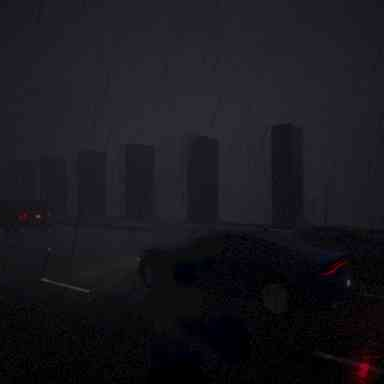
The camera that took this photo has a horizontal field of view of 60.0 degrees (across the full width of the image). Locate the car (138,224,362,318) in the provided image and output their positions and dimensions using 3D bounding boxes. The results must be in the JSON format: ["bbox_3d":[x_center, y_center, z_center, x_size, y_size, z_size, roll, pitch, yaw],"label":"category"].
[{"bbox_3d":[0.919,1.565,7.680,5.008,1.535,1.882,-1,-1,36],"label":"car"}]

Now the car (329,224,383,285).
[{"bbox_3d":[3.883,1.661,9.846,4.181,1.385,1.994,-1,-1,36],"label":"car"}]

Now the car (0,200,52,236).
[{"bbox_3d":[-11.064,1.527,20.822,5.566,2.045,2.150,-1,-1,36],"label":"car"}]
